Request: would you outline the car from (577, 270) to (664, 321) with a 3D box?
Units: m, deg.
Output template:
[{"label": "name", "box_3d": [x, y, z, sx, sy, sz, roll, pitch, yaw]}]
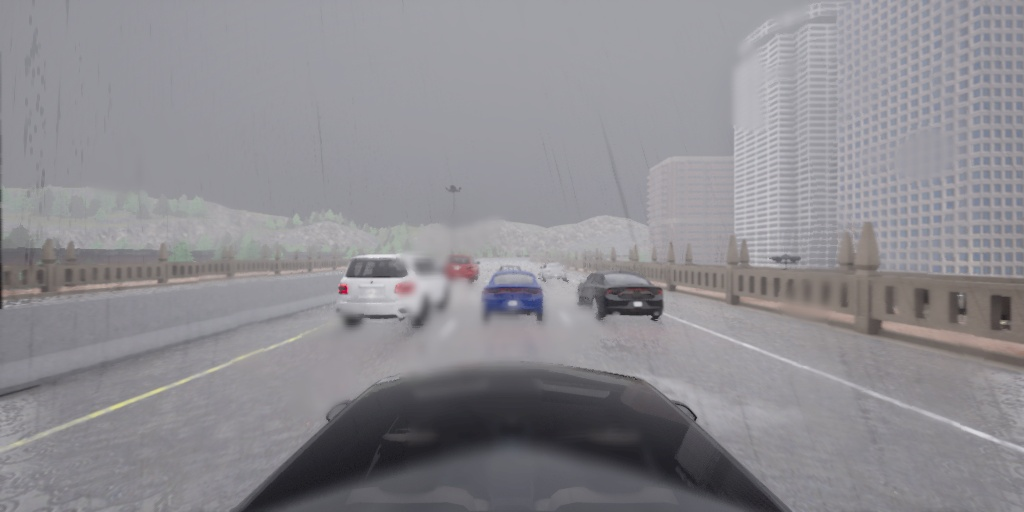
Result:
[{"label": "car", "box_3d": [3.551, 1.233, 12.605, 1.882, 1.535, 5.008, 0, -1, 0]}]

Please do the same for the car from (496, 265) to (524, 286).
[{"label": "car", "box_3d": [-0.166, 1.361, 26.361, 1.895, 1.301, 4.718, 0, 0, -1]}]

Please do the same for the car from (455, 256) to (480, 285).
[{"label": "car", "box_3d": [-3.669, 0.984, 26.689, 2.150, 2.045, 5.566, 0, 0, -1]}]

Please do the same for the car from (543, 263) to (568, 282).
[{"label": "car", "box_3d": [3.282, 1.287, 28.841, 1.812, 1.442, 4.674, 0, 0, -1]}]

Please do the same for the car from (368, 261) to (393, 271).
[{"label": "car", "box_3d": [-18.484, 1.371, 50.505, 1.895, 1.301, 4.718, 0, 0, -1]}]

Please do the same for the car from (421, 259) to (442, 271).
[{"label": "car", "box_3d": [-11.513, 1.248, 51.578, 1.882, 1.535, 5.008, 0, 0, -1]}]

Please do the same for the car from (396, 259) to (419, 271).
[{"label": "car", "box_3d": [-15.021, 1.263, 51.828, 2.128, 1.511, 4.902, 0, 0, -1]}]

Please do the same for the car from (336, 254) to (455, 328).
[{"label": "car", "box_3d": [-3.444, 0.976, 11.449, 2.150, 2.045, 5.566, 0, 0, 0]}]

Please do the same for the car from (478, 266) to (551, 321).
[{"label": "car", "box_3d": [0.051, 1.233, 12.453, 1.882, 1.535, 5.008, 0, -1, 0]}]
